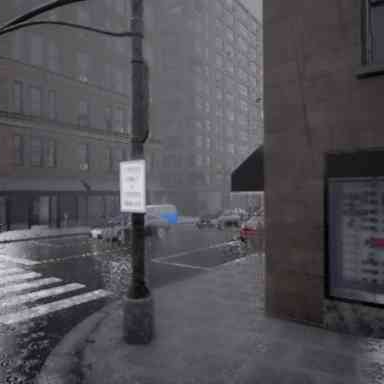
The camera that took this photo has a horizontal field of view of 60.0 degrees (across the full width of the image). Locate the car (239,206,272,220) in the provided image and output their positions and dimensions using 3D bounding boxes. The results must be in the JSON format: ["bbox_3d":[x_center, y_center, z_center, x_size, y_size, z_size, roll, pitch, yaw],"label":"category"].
[{"bbox_3d":[7.011,2.280,36.611,1.947,1.339,4.313,-2,-2,35],"label":"car"}]

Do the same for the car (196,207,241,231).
[{"bbox_3d":[2.091,2.081,25.255,1.994,1.385,4.181,-1,-1,36],"label":"car"}]

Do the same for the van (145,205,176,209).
[{"bbox_3d":[-2.692,1.809,23.004,1.690,1.788,3.998,-2,-2,35],"label":"van"}]

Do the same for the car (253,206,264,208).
[{"bbox_3d":[8.262,2.221,33.924,2.033,1.411,5.357,-1,-1,35],"label":"car"}]

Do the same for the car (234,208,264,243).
[{"bbox_3d":[4.246,1.843,18.049,1.967,1.590,4.097,-2,-2,35],"label":"car"}]

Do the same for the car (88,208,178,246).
[{"bbox_3d":[-3.211,1.872,17.825,2.128,1.511,4.902,-1,-1,35],"label":"car"}]
